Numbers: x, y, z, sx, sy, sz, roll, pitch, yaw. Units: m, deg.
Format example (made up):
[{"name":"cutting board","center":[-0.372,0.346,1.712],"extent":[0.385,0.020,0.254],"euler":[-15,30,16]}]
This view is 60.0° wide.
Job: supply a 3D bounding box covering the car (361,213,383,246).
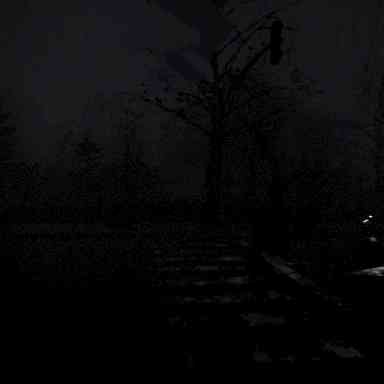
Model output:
[{"name":"car","center":[8.375,1.043,11.602],"extent":[4.553,1.767,2.097],"euler":[1,2,-8]}]
